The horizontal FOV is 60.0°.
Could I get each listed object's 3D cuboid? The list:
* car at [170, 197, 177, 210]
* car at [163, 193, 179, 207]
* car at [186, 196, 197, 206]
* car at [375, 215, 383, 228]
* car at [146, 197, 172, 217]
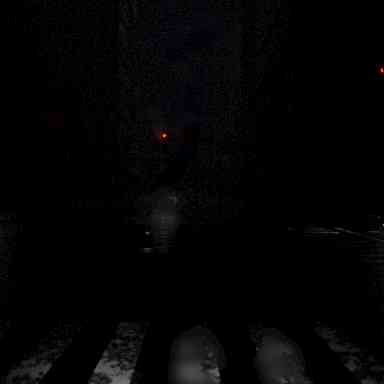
[{"bbox_3d":[-3.243,1.591,41.524,1.895,1.301,4.718,0,0,0],"label":"car"},{"bbox_3d":[-3.262,1.210,52.114,2.150,2.045,5.566,0,0,0],"label":"car"},{"bbox_3d":[-0.071,1.536,54.785,2.033,1.411,5.357,0,0,0],"label":"car"},{"bbox_3d":[13.496,1.652,19.561,4.718,1.301,1.895,0,1,0],"label":"car"},{"bbox_3d":[-3.206,1.518,31.564,1.812,1.442,4.674,0,0,-1],"label":"car"}]
